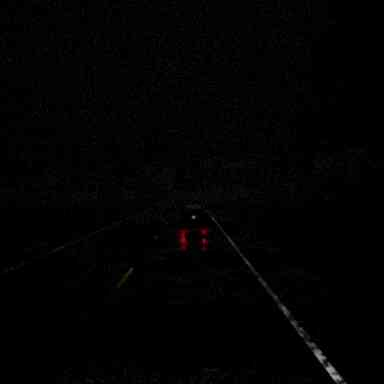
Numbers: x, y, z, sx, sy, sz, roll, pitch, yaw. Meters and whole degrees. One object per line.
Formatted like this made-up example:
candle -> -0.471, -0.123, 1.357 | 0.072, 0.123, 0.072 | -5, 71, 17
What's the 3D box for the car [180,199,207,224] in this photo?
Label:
car -> 0.106, 1.483, 24.284 | 1.812, 1.442, 4.674 | 0, 0, 0
